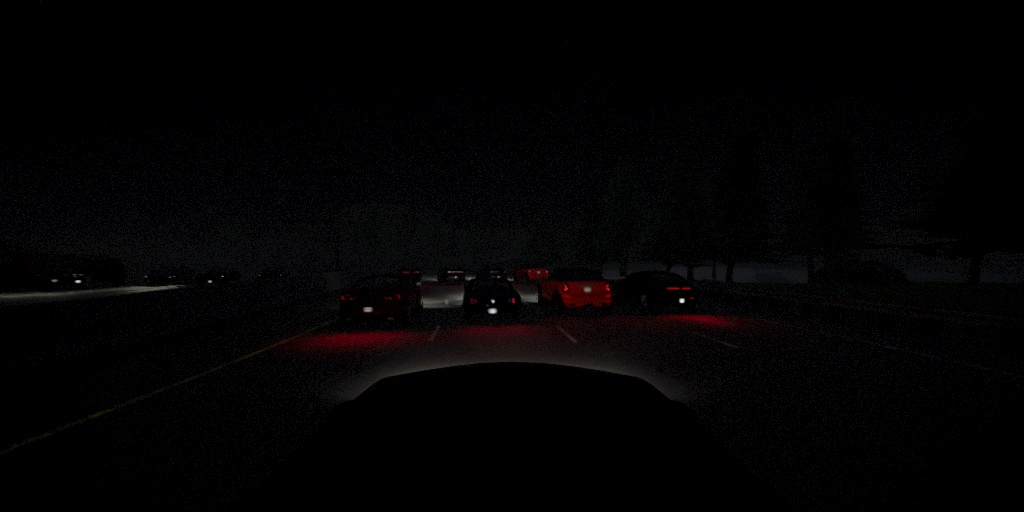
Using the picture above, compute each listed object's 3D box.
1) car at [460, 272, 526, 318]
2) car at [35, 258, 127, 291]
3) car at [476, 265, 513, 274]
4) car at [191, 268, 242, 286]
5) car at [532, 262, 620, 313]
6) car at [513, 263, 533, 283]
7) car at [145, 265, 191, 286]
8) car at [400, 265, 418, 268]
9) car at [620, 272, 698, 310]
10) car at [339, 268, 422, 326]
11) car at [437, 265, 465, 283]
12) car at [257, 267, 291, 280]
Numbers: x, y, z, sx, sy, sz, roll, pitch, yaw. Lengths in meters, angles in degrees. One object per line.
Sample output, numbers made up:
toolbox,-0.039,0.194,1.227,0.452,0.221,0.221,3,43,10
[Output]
car,-0.889,1.470,13.522,1.895,1.301,4.718,0,-1,-7
car,-29.045,1.175,24.485,2.150,2.045,5.566,1,-1,-23
car,-1.922,1.548,32.052,2.128,1.511,4.902,0,-1,-19
car,-23.201,1.601,28.523,1.895,1.301,4.718,0,-1,-24
car,2.425,1.239,14.914,2.097,1.767,4.553,0,-1,-7
car,1.592,1.417,32.537,2.097,1.767,4.553,0,-1,-19
car,-27.110,1.475,28.614,1.882,1.535,5.008,1,-1,-26
car,-8.809,1.526,30.558,2.128,1.511,4.902,0,-1,-20
car,5.884,1.400,15.483,1.837,1.490,4.892,0,-1,-8
car,-4.259,1.331,12.308,1.882,1.535,5.008,0,0,-7
car,-5.358,1.537,31.309,2.128,1.511,4.902,0,-1,-20
car,-20.524,1.629,31.046,1.895,1.301,4.718,0,-1,-25
